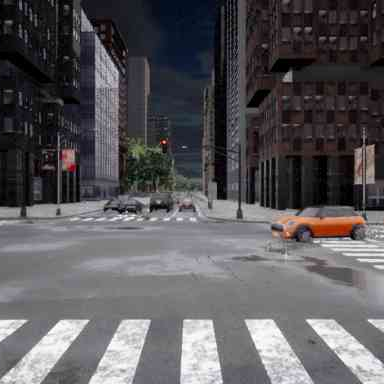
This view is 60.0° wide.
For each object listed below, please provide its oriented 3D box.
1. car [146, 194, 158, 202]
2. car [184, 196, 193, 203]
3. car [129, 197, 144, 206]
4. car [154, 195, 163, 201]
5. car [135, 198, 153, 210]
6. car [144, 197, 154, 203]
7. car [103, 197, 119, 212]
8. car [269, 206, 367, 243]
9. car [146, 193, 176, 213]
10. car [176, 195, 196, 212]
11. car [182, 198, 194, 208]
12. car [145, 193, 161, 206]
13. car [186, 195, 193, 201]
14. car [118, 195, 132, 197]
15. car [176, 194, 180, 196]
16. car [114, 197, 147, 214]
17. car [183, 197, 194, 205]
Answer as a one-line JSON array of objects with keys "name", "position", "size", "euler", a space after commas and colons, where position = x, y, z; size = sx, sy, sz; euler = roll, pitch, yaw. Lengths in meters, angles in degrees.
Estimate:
[{"name": "car", "position": [-9.253, 1.411, 76.941], "size": [2.192, 1.841, 5.009], "euler": [0, 0, 0]}, {"name": "car", "position": [-0.701, 1.607, 71.717], "size": [1.752, 1.417, 4.829], "euler": [0, 0, 0]}, {"name": "car", "position": [-9.146, 1.566, 55.067], "size": [1.752, 1.417, 4.829], "euler": [0, 0, 0]}, {"name": "car", "position": [-9.330, 1.688, 93.218], "size": [1.887, 1.381, 4.507], "euler": [0, 0, 0]}, {"name": "car", "position": [-6.433, 1.545, 45.316], "size": [1.812, 1.442, 4.674], "euler": [0, 0, 0]}, {"name": "car", "position": [-9.226, 1.663, 71.515], "size": [1.802, 1.307, 4.206], "euler": [0, 0, 0]}, {"name": "car", "position": [-9.069, 1.571, 38.959], "size": [1.947, 1.339, 4.313], "euler": [0, 0, 0]}, {"name": "car", "position": [6.163, 1.464, 16.446], "size": [4.553, 1.767, 2.097], "euler": [1, 0, -15]}, {"name": "car", "position": [-3.357, 1.224, 37.360], "size": [2.150, 2.045, 5.566], "euler": [0, 0, 2]}, {"name": "car", "position": [-0.544, 1.445, 38.997], "size": [1.967, 1.590, 4.097], "euler": [0, 0, 0]}, {"name": "car", "position": [-0.596, 1.611, 49.847], "size": [1.802, 1.307, 4.206], "euler": [0, 0, 0]}, {"name": "car", "position": [-6.472, 1.264, 55.959], "size": [2.150, 2.045, 5.566], "euler": [0, 0, 0]}, {"name": "car", "position": [-0.806, 1.688, 93.246], "size": [1.887, 1.381, 4.507], "euler": [0, 0, 0]}, {"name": "car", "position": [-9.096, 1.332, 44.385], "size": [2.192, 1.841, 5.009], "euler": [0, 0, 0]}, {"name": "car", "position": [-3.323, 1.627, 64.229], "size": [1.994, 1.385, 4.181], "euler": [0, 0, 0]}, {"name": "car", "position": [-6.385, 1.544, 35.090], "size": [2.033, 1.411, 5.357], "euler": [0, 0, 0]}, {"name": "car", "position": [-0.648, 1.598, 60.697], "size": [1.887, 1.381, 4.507], "euler": [0, 0, 0]}]
